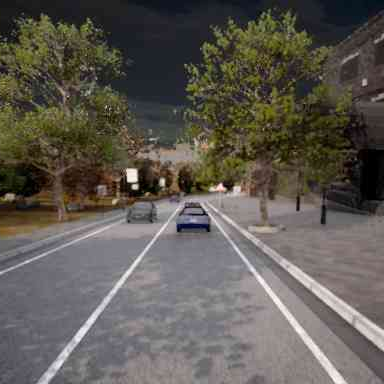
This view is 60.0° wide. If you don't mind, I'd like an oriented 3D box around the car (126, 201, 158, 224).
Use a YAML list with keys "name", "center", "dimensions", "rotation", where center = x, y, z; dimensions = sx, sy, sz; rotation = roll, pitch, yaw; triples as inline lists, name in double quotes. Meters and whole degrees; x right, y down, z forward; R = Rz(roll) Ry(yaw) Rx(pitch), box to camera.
- name: "car"
  center: [-3.618, 1.461, 24.674]
  dimensions: [1.837, 1.490, 4.892]
  rotation: [0, 0, 0]

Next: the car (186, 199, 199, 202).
- name: "car"
  center: [0.068, 1.526, 40.258]
  dimensions: [1.895, 1.301, 4.718]
  rotation: [0, 0, 0]

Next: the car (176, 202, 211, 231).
- name: "car"
  center: [0.084, 1.526, 20.159]
  dimensions: [1.994, 1.385, 4.181]
  rotation: [0, 0, 0]

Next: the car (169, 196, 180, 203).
- name: "car"
  center: [-3.416, 1.414, 65.080]
  dimensions: [2.033, 1.411, 5.357]
  rotation: [0, 0, 1]
